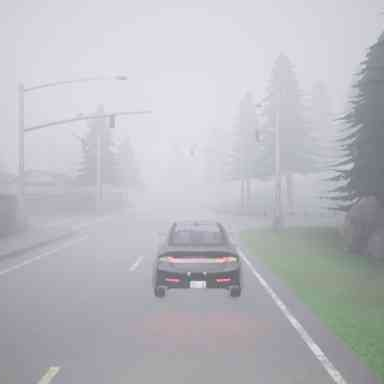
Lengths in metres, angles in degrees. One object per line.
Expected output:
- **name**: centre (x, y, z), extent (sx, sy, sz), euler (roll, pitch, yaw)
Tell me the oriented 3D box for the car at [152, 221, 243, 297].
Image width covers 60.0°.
- **car**: centre (0.118, 1.485, 8.516), extent (2.128, 1.511, 4.902), euler (0, 0, 0)
